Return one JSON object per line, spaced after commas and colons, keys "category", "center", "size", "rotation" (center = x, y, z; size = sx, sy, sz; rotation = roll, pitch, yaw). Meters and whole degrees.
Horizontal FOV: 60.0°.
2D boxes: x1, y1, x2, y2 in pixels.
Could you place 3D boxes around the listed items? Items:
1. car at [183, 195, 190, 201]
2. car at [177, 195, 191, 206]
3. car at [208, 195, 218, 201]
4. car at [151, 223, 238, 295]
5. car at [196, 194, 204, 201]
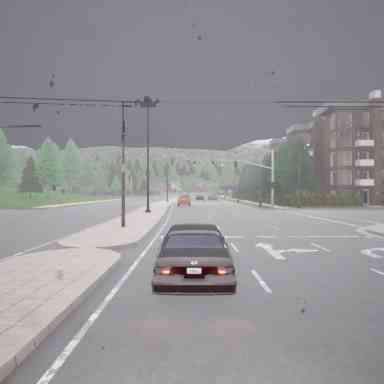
{"category": "car", "center": [-1.431, 1.523, 85.413], "size": [1.812, 1.442, 4.674], "rotation": [0, 0, 0]}
{"category": "car", "center": [-1.300, 1.352, 54.588], "size": [2.097, 1.767, 4.553], "rotation": [0, 0, -1]}
{"category": "car", "center": [5.569, 1.539, 85.452], "size": [2.033, 1.411, 5.357], "rotation": [0, 0, 0]}
{"category": "car", "center": [0.052, 1.547, 8.841], "size": [2.033, 1.411, 5.357], "rotation": [0, 0, 0]}
{"category": "car", "center": [2.069, 1.477, 85.448], "size": [1.882, 1.535, 5.008], "rotation": [0, 0, 0]}
